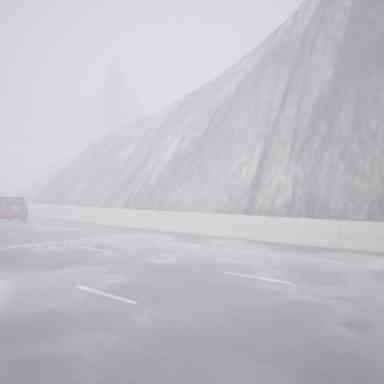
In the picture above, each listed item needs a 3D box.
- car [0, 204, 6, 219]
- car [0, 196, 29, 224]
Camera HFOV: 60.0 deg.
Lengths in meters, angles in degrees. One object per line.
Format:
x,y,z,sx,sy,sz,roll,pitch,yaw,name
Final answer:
-12.897,1.577,19.255,4.902,1.511,2.128,0,0,44,car
-14.461,1.348,25.573,2.150,2.045,5.566,1,-1,-45,car
